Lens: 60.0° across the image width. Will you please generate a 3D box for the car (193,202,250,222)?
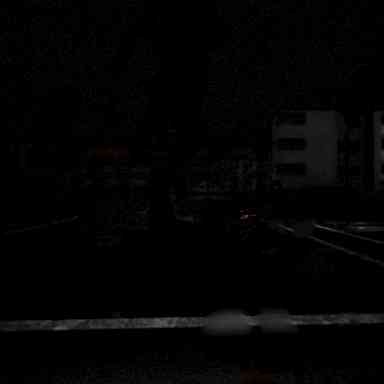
[{"bbox_3d":[2.308,1.616,27.197,4.892,1.490,1.837,0,3,36],"label":"car"}]
